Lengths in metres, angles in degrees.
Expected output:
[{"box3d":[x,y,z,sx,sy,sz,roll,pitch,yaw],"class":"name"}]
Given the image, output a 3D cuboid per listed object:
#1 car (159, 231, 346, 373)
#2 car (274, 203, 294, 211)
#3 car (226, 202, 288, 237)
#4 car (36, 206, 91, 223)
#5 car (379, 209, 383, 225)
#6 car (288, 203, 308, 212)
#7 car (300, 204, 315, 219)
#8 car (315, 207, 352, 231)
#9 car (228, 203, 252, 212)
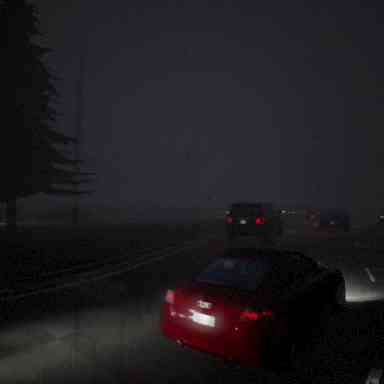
[{"box3d":[1.348,1.681,5.999,1.994,1.385,4.181,-1,-1,36],"class":"car"},{"box3d":[16.682,2.679,60.035,1.812,1.442,4.674,-1,-1,39],"class":"car"},{"box3d":[3.620,1.574,18.478,2.150,2.045,5.566,0,-1,25],"class":"car"},{"box3d":[-12.088,2.055,31.581,4.902,1.511,2.128,1,-1,-35],"class":"car"},{"box3d":[17.553,2.125,29.310,2.033,1.411,5.357,-1,-1,32],"class":"car"},{"box3d":[19.032,2.591,57.419,2.128,1.511,4.902,-1,-2,39],"class":"car"},{"box3d":[13.608,2.299,36.250,1.895,1.301,4.718,-1,-1,32],"class":"car"},{"box3d":[10.575,1.951,24.410,1.882,1.535,5.008,-1,-1,29],"class":"car"},{"box3d":[8.042,2.601,55.201,1.994,1.385,4.181,-1,-1,41],"class":"car"}]
